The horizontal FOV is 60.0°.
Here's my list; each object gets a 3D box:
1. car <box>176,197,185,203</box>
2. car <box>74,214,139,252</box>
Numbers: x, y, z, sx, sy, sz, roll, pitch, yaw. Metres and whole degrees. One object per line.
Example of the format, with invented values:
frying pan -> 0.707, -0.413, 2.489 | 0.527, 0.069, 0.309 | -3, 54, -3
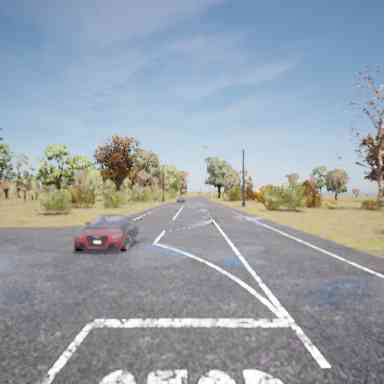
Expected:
car -> -2.826, 2.076, 84.299 | 1.882, 1.535, 5.008 | 0, 0, 5
car -> -3.479, 1.665, 14.205 | 1.994, 1.385, 4.181 | 0, -1, 0
